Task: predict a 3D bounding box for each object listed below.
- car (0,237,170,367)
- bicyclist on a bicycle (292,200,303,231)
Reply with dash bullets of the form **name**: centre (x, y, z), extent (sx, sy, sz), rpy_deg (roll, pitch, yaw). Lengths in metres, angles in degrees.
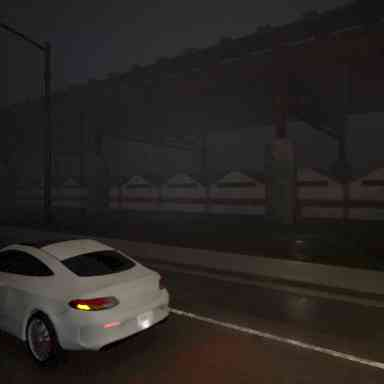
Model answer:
- **car**: centre (-2.497, 1.527, 5.754), extent (4.674, 1.442, 1.812), rpy_deg (-1, 0, 35)
- **bicyclist on a bicycle**: centre (5.778, 1.264, 18.268), extent (0.582, 1.620, 1.656), rpy_deg (-1, 1, 4)
